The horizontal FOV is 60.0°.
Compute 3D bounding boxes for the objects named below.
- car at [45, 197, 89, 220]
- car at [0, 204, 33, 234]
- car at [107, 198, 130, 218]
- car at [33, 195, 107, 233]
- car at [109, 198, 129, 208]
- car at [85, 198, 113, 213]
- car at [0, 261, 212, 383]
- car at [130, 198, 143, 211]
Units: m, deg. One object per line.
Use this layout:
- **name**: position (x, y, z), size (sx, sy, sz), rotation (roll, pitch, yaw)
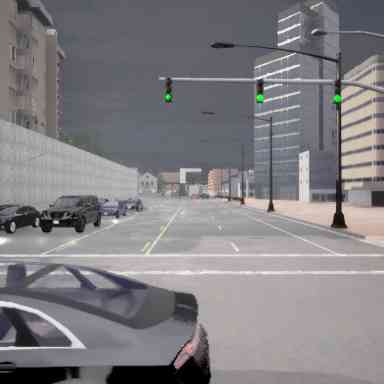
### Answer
- **car**: position (-10.608, 1.352, 28.564), size (2.097, 1.767, 4.553), rotation (0, 0, 0)
- **car**: position (-10.606, 1.505, 19.496), size (1.837, 1.490, 4.892), rotation (0, 0, 0)
- **car**: position (-7.107, 1.526, 29.768), size (1.812, 1.442, 4.674), rotation (0, 0, 0)
- **car**: position (-7.102, 1.221, 20.128), size (2.150, 2.045, 5.566), rotation (0, 0, 0)
- **car**: position (-10.570, 1.601, 48.442), size (1.895, 1.301, 4.718), rotation (0, 0, 0)
- **car**: position (-10.605, 1.505, 38.382), size (1.837, 1.490, 4.892), rotation (0, 0, 0)
- **car**: position (-2.266, 1.493, 3.199), size (4.902, 1.511, 2.128), rotation (0, 0, 0)
- **car**: position (-7.102, 1.491, 40.111), size (2.128, 1.511, 4.902), rotation (0, 0, 0)
